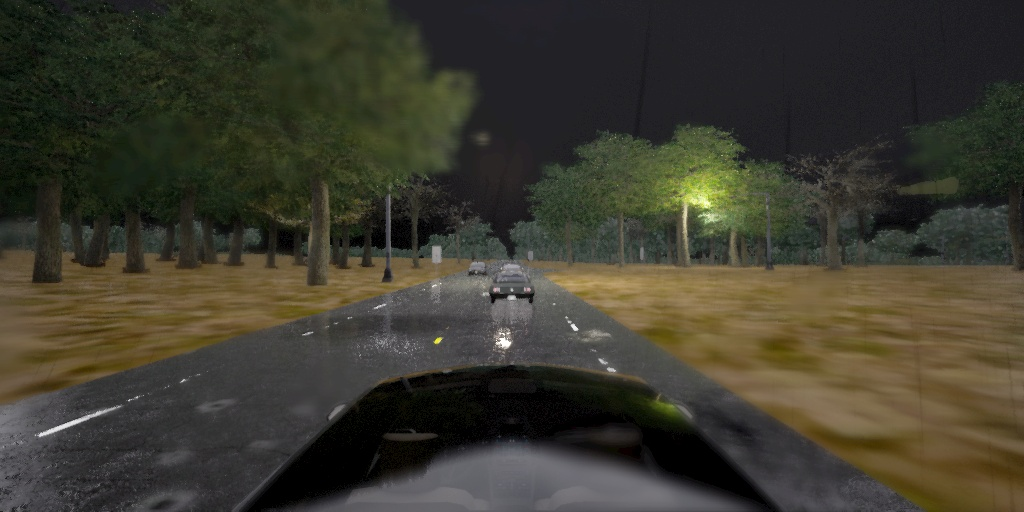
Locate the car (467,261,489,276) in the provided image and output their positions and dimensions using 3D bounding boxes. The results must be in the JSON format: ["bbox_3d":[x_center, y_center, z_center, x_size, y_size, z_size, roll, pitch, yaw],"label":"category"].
[{"bbox_3d":[-3.500,1.340,37.521,1.837,1.490,4.892,0,0,0],"label":"car"}]

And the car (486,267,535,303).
[{"bbox_3d":[0.000,1.377,16.539,1.895,1.301,4.718,0,0,0],"label":"car"}]

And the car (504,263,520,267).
[{"bbox_3d":[0.000,1.337,31.518,2.033,1.411,5.357,0,0,0],"label":"car"}]
